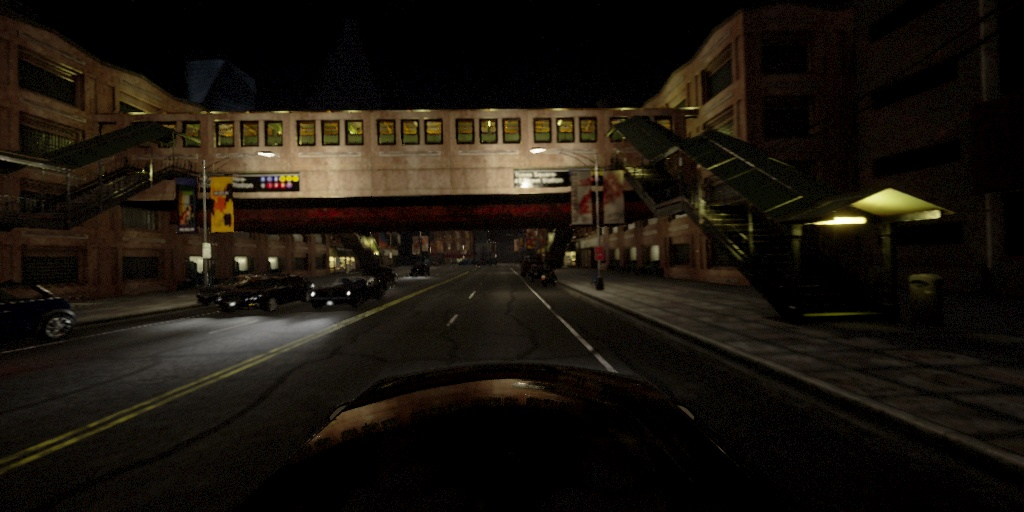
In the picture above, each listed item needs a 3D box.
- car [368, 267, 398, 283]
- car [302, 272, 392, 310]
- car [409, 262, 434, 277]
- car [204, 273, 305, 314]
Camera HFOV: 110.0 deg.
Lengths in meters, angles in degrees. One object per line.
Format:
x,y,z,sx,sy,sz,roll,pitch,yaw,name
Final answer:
-11.243,1.709,30.585,1.837,1.490,4.892,-1,-1,-1,car
-7.453,1.626,16.772,1.895,1.301,4.718,-1,0,-2,car
-11.662,1.806,45.620,1.837,1.490,4.892,-1,0,-2,car
-10.846,1.611,16.230,1.837,1.490,4.892,-1,0,-2,car
